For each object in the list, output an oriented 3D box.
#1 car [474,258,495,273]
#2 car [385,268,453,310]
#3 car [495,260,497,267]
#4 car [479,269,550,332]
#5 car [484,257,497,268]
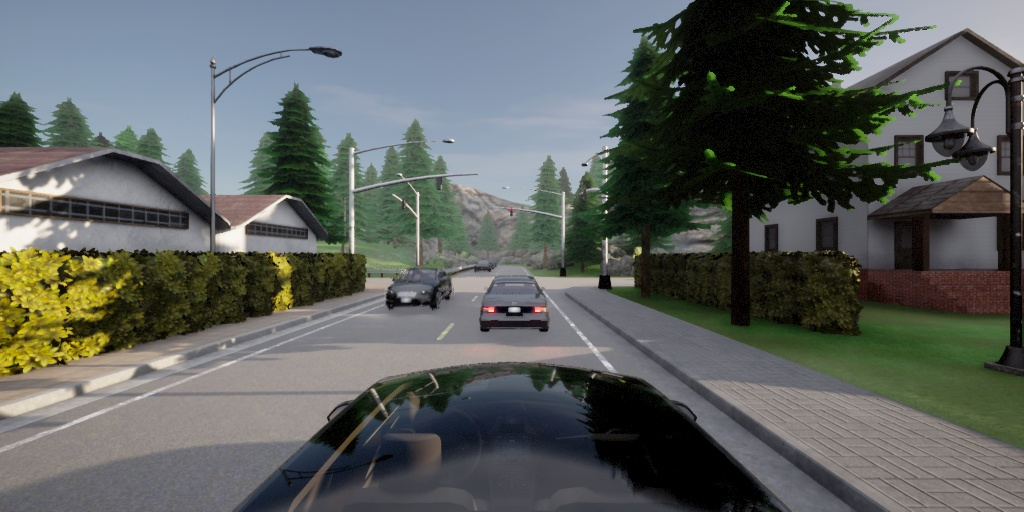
[{"bbox_3d":[-3.583,1.228,44.913,1.882,1.535,5.008,0,0,0],"label":"car"},{"bbox_3d":[-3.640,1.241,14.734,2.128,1.511,4.902,0,0,0],"label":"car"},{"bbox_3d":[-3.553,1.351,54.301,1.895,1.301,4.718,0,0,0],"label":"car"},{"bbox_3d":[0.071,1.297,10.848,2.033,1.411,5.357,0,0,0],"label":"car"},{"bbox_3d":[-3.858,1.102,64.020,2.097,1.767,4.553,0,0,-7],"label":"car"}]
